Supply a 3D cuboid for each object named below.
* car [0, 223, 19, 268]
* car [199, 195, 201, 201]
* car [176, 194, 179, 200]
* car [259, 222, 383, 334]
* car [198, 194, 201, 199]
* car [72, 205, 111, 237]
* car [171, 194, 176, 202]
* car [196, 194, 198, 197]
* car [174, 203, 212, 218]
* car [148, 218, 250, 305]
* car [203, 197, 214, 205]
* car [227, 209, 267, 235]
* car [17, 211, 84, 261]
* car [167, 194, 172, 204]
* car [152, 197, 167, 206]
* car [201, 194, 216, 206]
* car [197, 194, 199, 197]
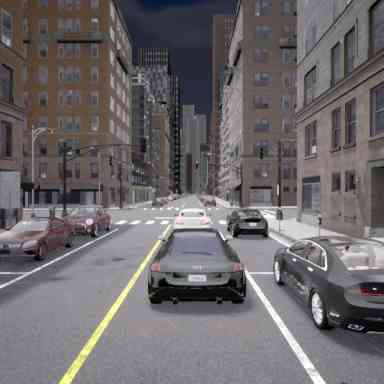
[{"bbox_3d":[-5.664,1.566,6.708,1.947,1.339,4.313,0,0,0],"label":"car"},{"bbox_3d":[2.971,1.607,65.610,2.008,1.369,4.403,0,0,0],"label":"car"},{"bbox_3d":[-5.481,1.458,92.674,2.192,1.841,5.009,0,0,0],"label":"car"},{"bbox_3d":[2.861,1.551,6.700,2.008,1.369,4.403,0,0,0],"label":"car"},{"bbox_3d":[2.999,1.525,76.428,1.967,1.590,4.097,0,0,0],"label":"car"},{"bbox_3d":[-5.654,1.441,17.711,1.967,1.590,4.097,0,0,0],"label":"car"},{"bbox_3d":[-5.510,1.627,81.686,1.752,1.417,4.829,0,0,0],"label":"car"},{"bbox_3d":[3.043,1.458,92.656,2.192,1.841,5.009,0,0,0],"label":"car"},{"bbox_3d":[0.050,1.526,16.925,1.812,1.442,4.674,0,0,1],"label":"car"},{"bbox_3d":[0.090,1.564,8.166,1.994,1.385,4.181,0,0,0],"label":"car"},{"bbox_3d":[2.956,1.571,60.372,1.752,1.417,4.829,0,0,0],"label":"car"},{"bbox_3d":[2.872,1.567,17.702,1.947,1.339,4.313,0,0,0],"label":"car"},{"bbox_3d":[-5.659,1.582,12.209,1.802,1.307,4.206,0,0,0],"label":"car"},{"bbox_3d":[-5.554,1.607,65.630,2.008,1.369,4.403,0,0,0],"label":"car"},{"bbox_3d":[-5.584,1.618,54.814,1.802,1.307,4.206,0,0,0],"label":"car"},{"bbox_3d":[2.940,1.476,54.793,1.967,1.590,4.097,0,0,0],"label":"car"},{"bbox_3d":[3.029,1.561,87.246,1.967,1.590,4.097,0,0,0],"label":"car"}]
